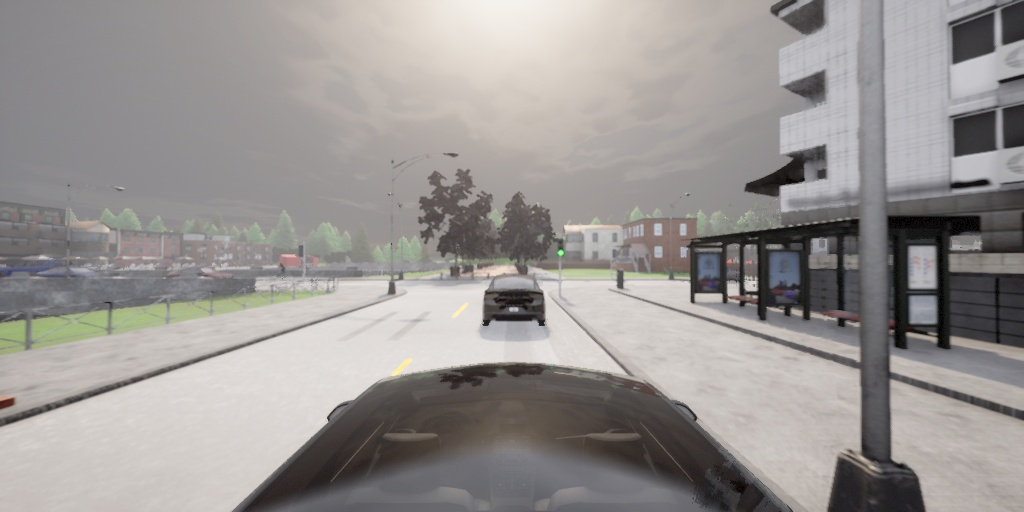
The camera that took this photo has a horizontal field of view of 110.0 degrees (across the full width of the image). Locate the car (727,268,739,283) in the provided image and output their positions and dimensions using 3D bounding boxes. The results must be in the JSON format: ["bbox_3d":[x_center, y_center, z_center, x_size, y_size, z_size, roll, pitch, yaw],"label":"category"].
[{"bbox_3d":[18.445,1.655,32.332,4.181,1.385,1.994,0,-1,0],"label":"car"}]

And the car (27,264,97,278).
[{"bbox_3d":[-34.265,1.570,28.114,4.674,1.442,1.812,0,-1,0],"label":"car"}]

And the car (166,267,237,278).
[{"bbox_3d":[-24.299,1.570,28.125,4.674,1.442,1.812,0,-1,0],"label":"car"}]

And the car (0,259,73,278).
[{"bbox_3d":[-42.661,1.311,32.199,5.566,2.045,2.150,0,-1,0],"label":"car"}]

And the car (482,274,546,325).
[{"bbox_3d":[0.066,1.346,12.322,1.882,1.535,5.008,0,-1,0],"label":"car"}]

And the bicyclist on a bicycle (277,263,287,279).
[{"bbox_3d":[-23.433,1.486,36.507,0.582,1.620,1.656,0,0,0],"label":"bicyclist on a bicycle"}]
